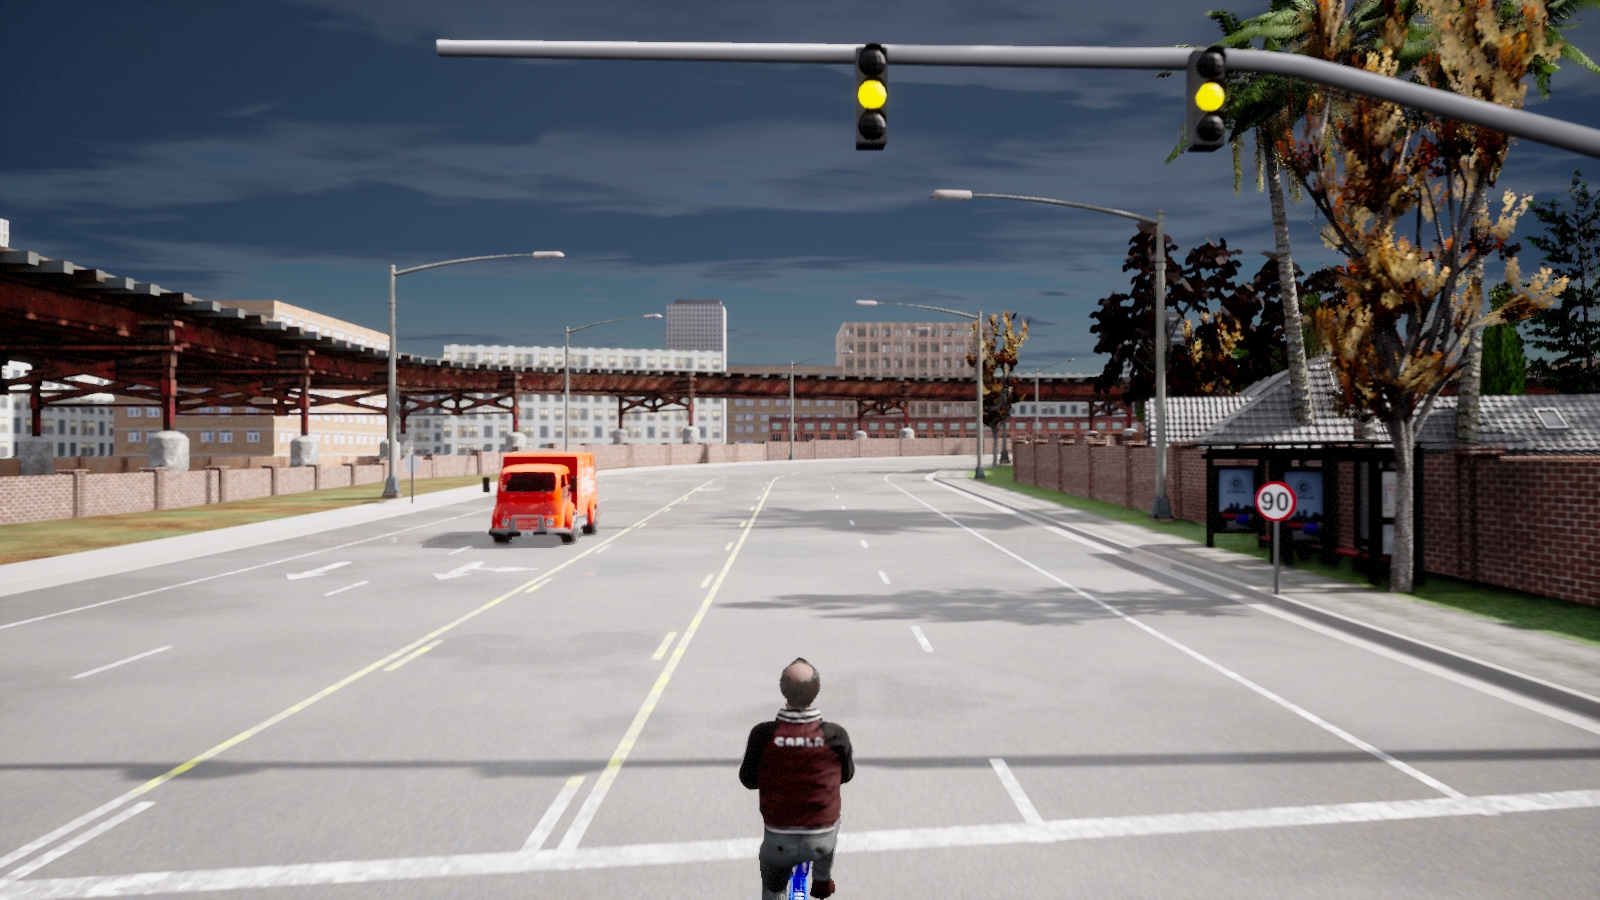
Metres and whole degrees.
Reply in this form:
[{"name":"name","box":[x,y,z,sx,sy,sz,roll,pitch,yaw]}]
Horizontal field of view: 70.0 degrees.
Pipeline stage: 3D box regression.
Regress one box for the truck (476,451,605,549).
[{"name":"truck","box":[-7.197,1.293,32.321,2.627,2.467,5.204,0,1,-2]}]

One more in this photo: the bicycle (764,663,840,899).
[{"name":"bicycle","box":[0.013,2.011,5.828,0.329,1.496,1.835,0,0,0]}]
